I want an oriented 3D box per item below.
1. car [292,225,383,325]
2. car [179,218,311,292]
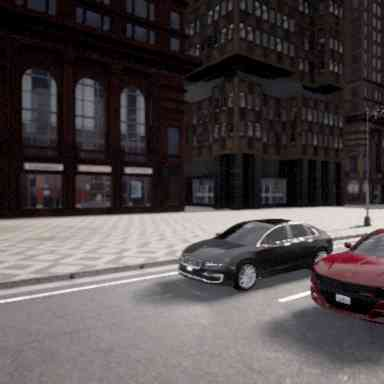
[{"bbox_3d":[4.518,1.499,6.936,5.008,1.535,1.882,0,0,-36],"label":"car"},{"bbox_3d":[1.919,1.518,9.072,4.892,1.490,1.837,0,0,-36],"label":"car"}]
